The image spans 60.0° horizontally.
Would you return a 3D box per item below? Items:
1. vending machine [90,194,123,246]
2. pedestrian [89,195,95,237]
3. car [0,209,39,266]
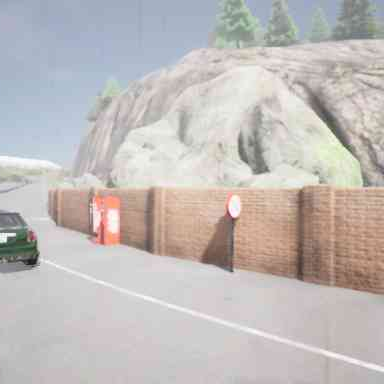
[{"bbox_3d":[-3.676,1.161,14.356,1.100,2.100,0.880,0,0,-41],"label":"vending machine"},{"bbox_3d":[-4.319,1.006,14.643,0.375,1.860,0.375,0,0,-40],"label":"pedestrian"},{"bbox_3d":[-6.576,1.296,10.492,2.097,1.767,4.553,1,0,-43],"label":"car"}]
